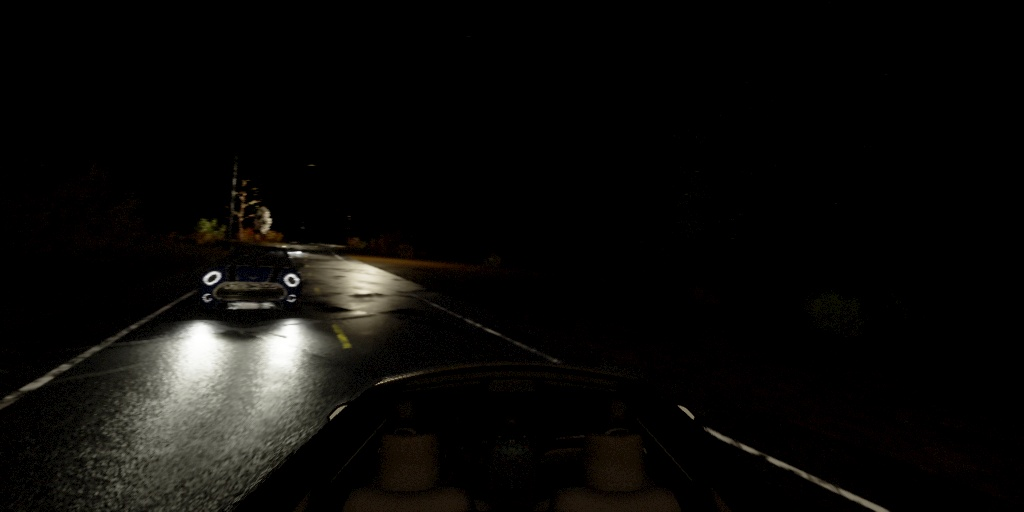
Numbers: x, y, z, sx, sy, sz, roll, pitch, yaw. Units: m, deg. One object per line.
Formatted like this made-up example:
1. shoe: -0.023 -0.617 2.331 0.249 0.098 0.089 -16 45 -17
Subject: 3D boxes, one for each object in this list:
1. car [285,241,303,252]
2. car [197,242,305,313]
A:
1. car: -31.812 -1.393 52.406 1.895 1.301 4.718 5 0 -29
2. car: -7.262 0.480 10.315 2.097 1.767 4.553 5 0 -32
